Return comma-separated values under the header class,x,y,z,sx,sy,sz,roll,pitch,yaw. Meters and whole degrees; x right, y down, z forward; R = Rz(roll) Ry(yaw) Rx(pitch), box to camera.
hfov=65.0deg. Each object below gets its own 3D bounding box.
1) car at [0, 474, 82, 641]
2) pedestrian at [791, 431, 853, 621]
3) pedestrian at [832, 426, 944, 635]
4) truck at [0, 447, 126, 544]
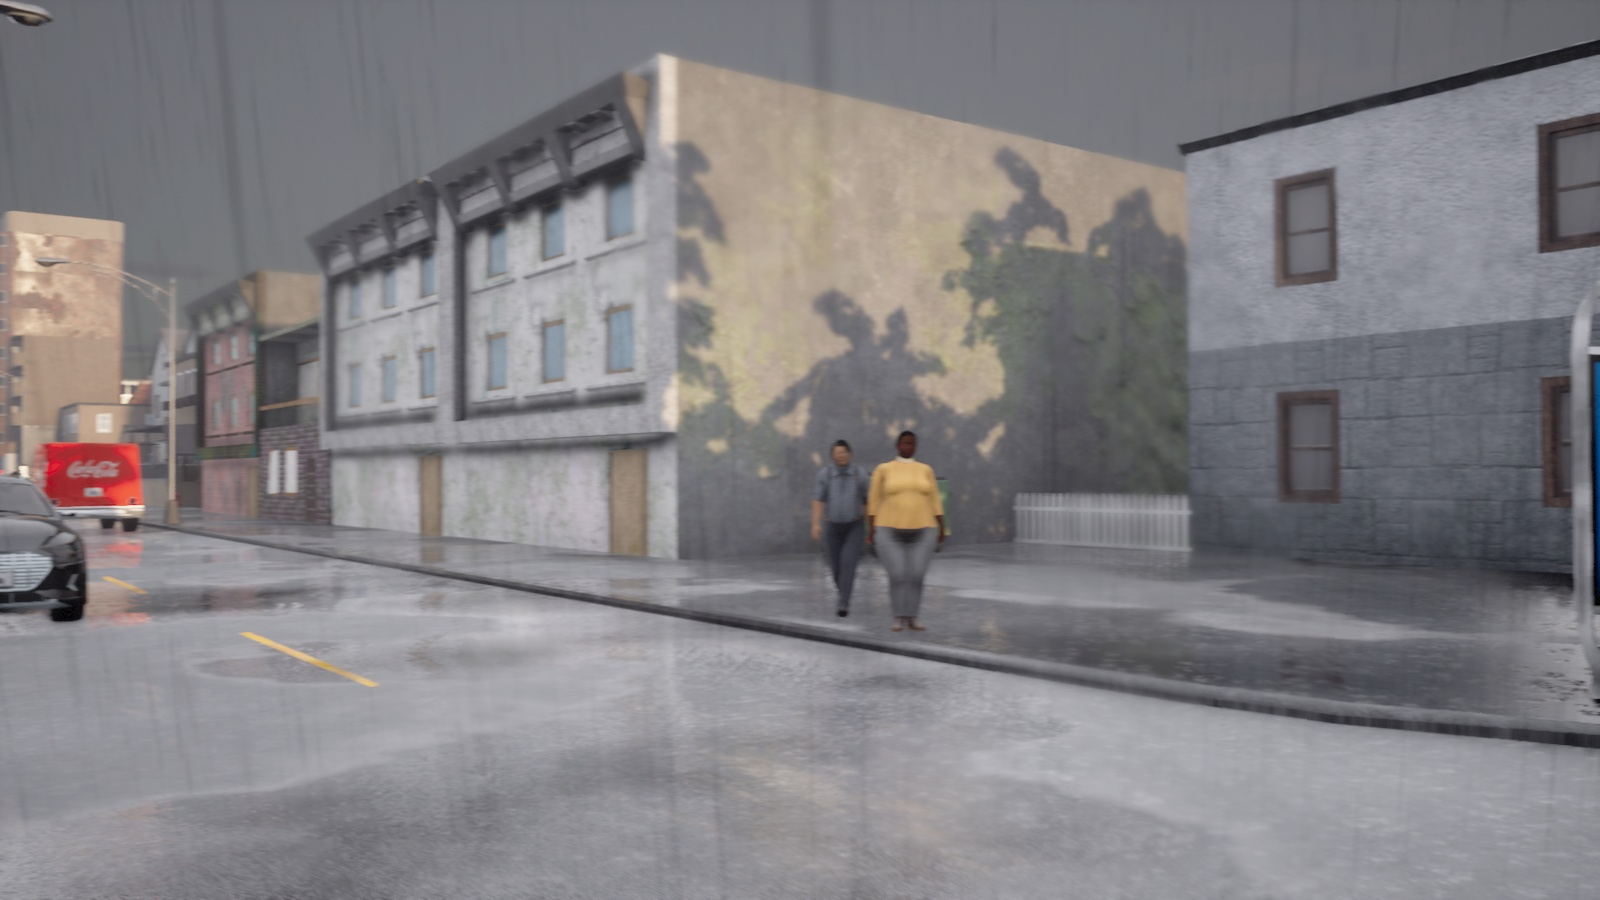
class,x,y,z,sx,sy,sz,roll,pitch,yaw
car,-9.667,1.122,14.190,2.033,1.649,4.856,0,-1,-38
pedestrian,0.228,0.745,12.593,0.540,1.848,0.694,-1,-1,6
pedestrian,0.796,0.722,11.678,0.874,1.855,0.900,-1,-1,-6
truck,-20.693,1.213,34.890,2.627,2.467,5.204,0,-1,-38
